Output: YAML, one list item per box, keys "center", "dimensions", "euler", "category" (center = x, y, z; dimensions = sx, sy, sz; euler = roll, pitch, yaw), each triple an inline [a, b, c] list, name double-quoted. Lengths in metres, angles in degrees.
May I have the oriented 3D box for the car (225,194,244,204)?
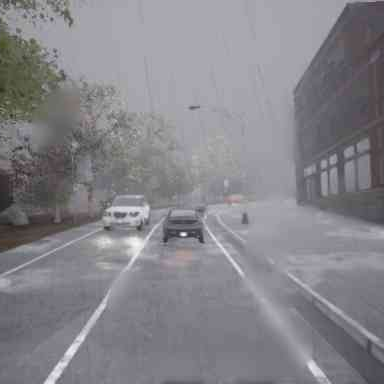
- center: [7.805, 1.143, 61.086]
  dimensions: [2.097, 1.767, 4.553]
  euler: [-4, -1, 34]
  category: "car"

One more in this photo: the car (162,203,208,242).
- center: [-0.418, 1.499, 16.314]
  dimensions: [1.837, 1.490, 4.892]
  euler: [0, 0, -1]
  category: "car"

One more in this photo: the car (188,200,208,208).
- center: [0.483, 1.460, 34.005]
  dimensions: [1.994, 1.385, 4.181]
  euler: [-1, 0, 9]
  category: "car"

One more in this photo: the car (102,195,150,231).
- center: [-3.901, 1.205, 20.691]
  dimensions: [2.150, 2.045, 5.566]
  euler: [0, 0, 0]
  category: "car"
